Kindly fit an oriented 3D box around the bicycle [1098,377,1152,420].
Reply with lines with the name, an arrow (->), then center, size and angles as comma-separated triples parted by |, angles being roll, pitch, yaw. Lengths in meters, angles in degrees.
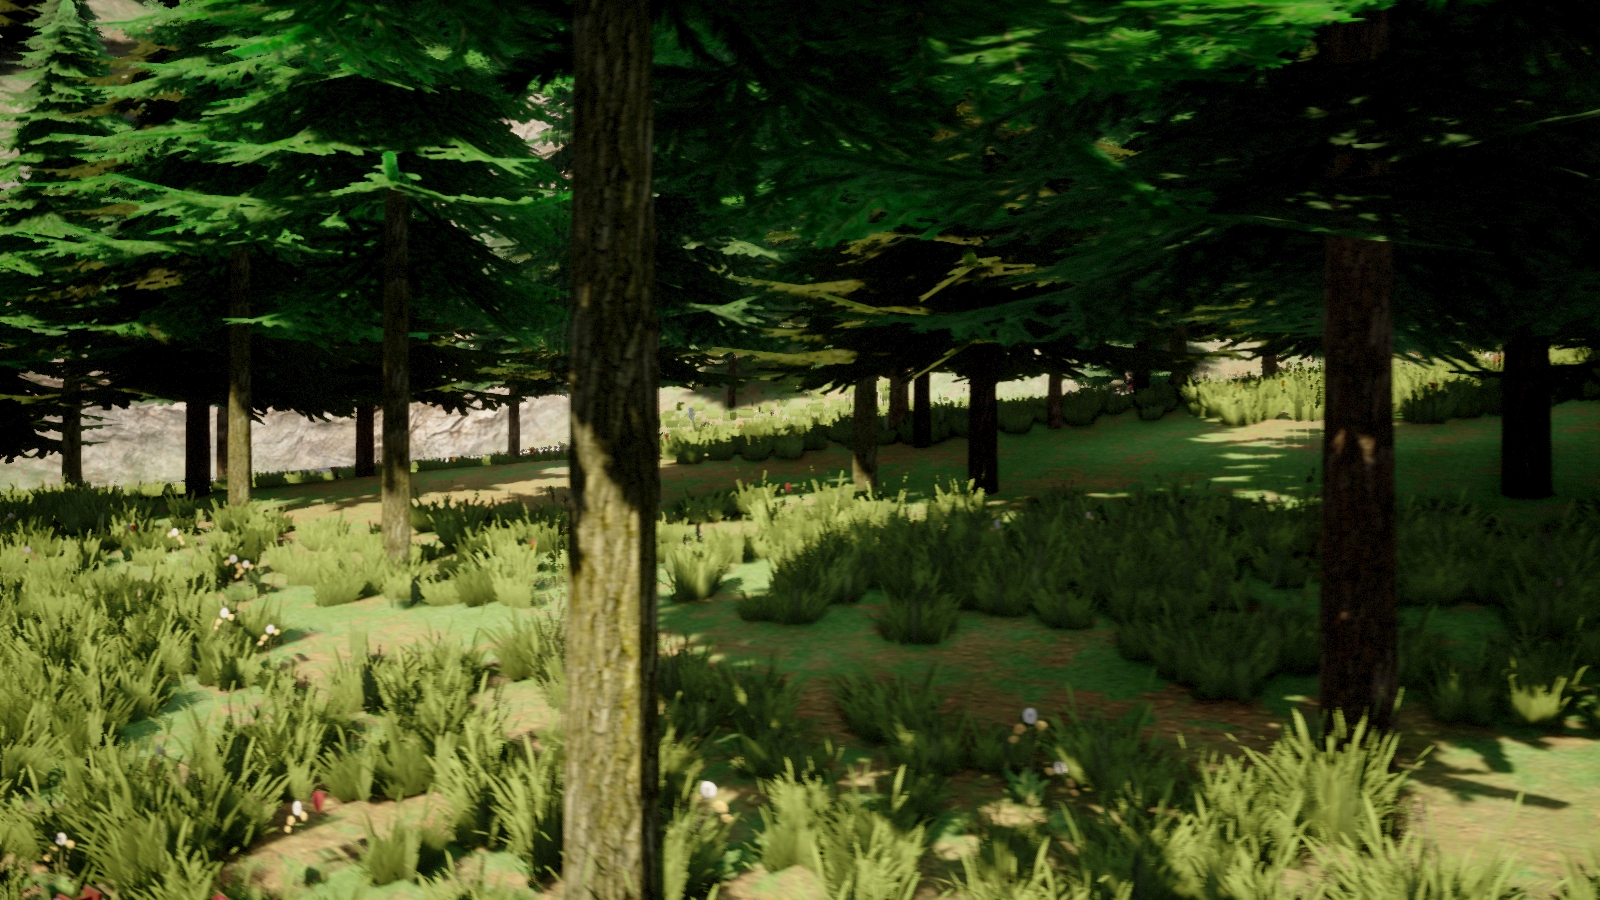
bicycle -> 12.255, -1.931, 43.168 | 1.835, 1.471, 0.329 | -5, -2, 28
